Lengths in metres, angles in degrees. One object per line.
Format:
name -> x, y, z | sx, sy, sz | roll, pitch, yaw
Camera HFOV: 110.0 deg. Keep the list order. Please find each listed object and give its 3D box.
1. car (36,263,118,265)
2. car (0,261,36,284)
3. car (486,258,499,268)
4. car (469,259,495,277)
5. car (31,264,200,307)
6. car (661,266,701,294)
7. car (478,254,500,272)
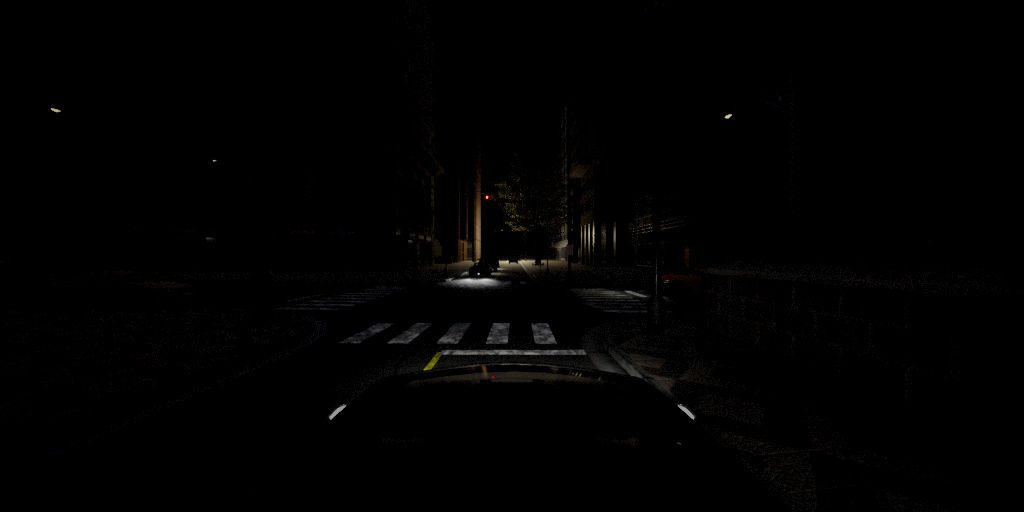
car -> -26.235, 1.065, 22.471 | 4.313, 1.339, 1.948 | 0, 0, 1
car -> -31.852, 0.974, 22.524 | 4.507, 1.381, 1.888 | 0, 0, 1
car -> -2.893, 1.058, 54.377 | 1.812, 1.442, 4.674 | 0, 0, 0
car -> -2.981, 1.274, 34.402 | 1.895, 1.301, 4.718 | 0, 0, 0
car -> -14.896, 1.146, 13.836 | 4.829, 1.417, 1.751 | 0, 0, 1
car -> 11.998, 1.381, 22.105 | 4.403, 1.370, 2.007 | 0, 0, 1
car -> -2.946, 0.830, 44.215 | 2.150, 2.045, 5.566 | 0, 0, -1
